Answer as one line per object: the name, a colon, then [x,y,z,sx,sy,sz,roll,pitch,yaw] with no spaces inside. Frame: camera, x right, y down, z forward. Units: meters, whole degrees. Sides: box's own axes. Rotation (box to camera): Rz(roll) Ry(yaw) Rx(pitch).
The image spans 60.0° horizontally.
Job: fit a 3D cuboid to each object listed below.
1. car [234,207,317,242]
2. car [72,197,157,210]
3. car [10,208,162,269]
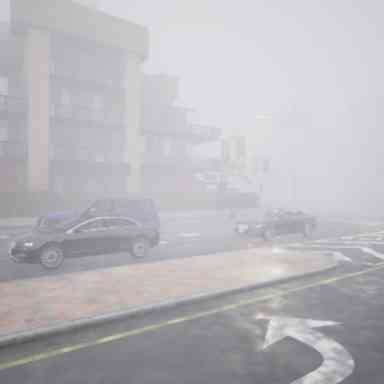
car: [4.285,1.540,16.779,4.902,1.511,2.128,0,0,-35]
car: [-4.058,1.241,15.104,5.566,2.045,2.150,0,0,-35]
car: [-3.394,1.505,11.305,4.902,1.511,2.128,0,0,-35]
